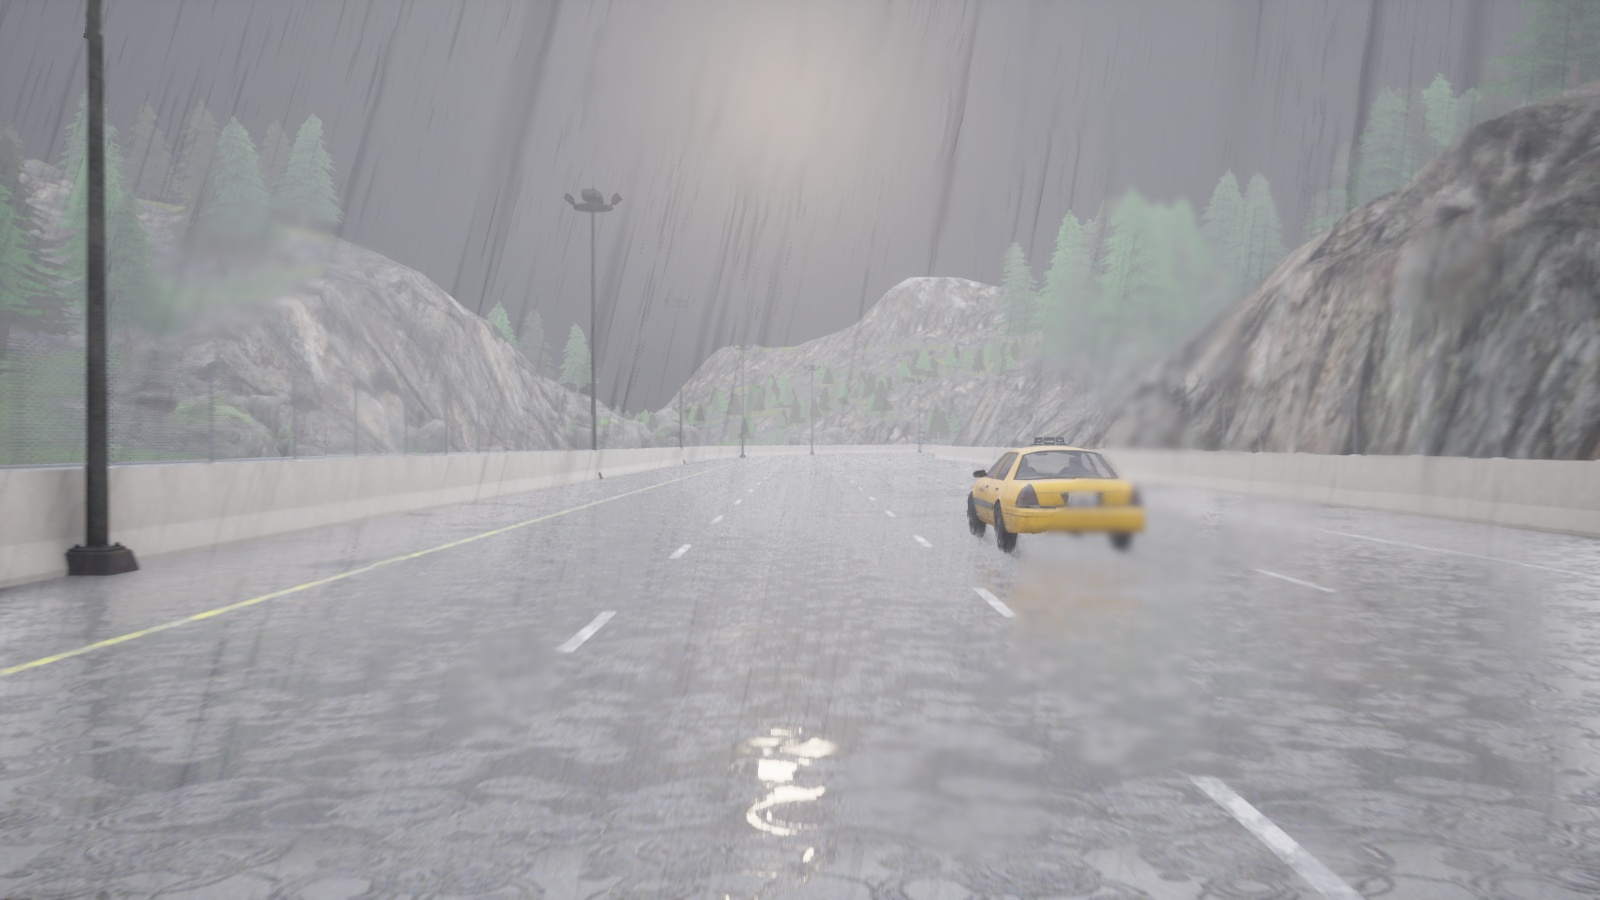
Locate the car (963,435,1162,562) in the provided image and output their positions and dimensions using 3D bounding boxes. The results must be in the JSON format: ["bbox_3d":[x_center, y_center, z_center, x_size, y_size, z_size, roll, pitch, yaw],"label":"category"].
[{"bbox_3d":[3.611,0.586,18.298,1.801,1.575,5.366,0,0,0],"label":"car"}]
